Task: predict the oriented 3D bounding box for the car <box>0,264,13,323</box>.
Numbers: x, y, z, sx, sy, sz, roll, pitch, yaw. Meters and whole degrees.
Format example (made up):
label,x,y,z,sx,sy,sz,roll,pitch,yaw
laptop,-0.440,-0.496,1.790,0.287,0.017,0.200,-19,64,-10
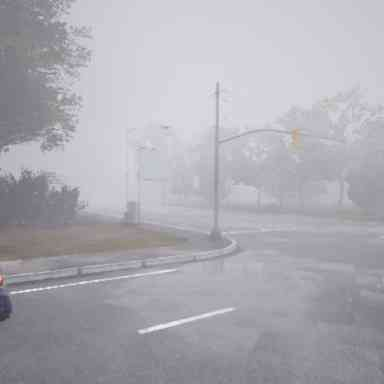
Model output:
label,x,y,z,sx,sy,sz,roll,pitch,yaw
car,-5.080,1.326,4.544,4.553,1.767,2.097,1,-1,-35
